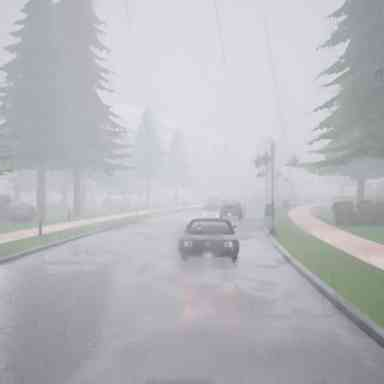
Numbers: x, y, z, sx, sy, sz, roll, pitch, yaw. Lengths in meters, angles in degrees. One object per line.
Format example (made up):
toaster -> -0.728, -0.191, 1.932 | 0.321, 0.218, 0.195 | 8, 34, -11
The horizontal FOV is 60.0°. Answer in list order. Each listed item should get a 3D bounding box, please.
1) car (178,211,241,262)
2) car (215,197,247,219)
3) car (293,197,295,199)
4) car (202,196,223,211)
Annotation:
car -> 0.694, 1.597, 12.179 | 1.895, 1.301, 4.718 | 0, 0, 5
car -> 3.557, 1.496, 28.800 | 1.837, 1.490, 4.892 | 0, 0, 14
car -> 23.277, 1.457, 75.844 | 1.994, 1.385, 4.181 | 0, 0, 40
car -> 2.767, 1.340, 39.114 | 2.097, 1.767, 4.553 | 0, 0, 19
